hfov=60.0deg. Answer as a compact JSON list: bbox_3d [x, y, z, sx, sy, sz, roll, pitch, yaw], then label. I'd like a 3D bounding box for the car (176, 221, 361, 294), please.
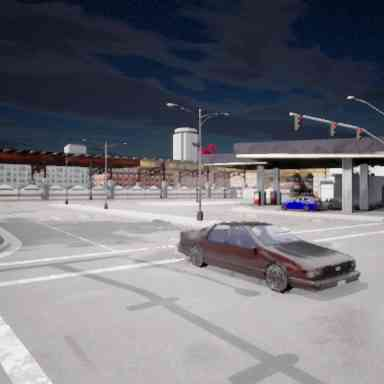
[{"bbox_3d":[1.632,1.544,9.208,2.033,1.411,5.357,0,0,-35],"label":"car"}]

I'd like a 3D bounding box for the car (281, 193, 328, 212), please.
[{"bbox_3d":[12.155,1.284,37.077,2.242,1.667,4.611,0,0,-35],"label":"car"}]

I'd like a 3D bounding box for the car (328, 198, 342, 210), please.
[{"bbox_3d":[16.399,1.442,41.024,1.970,1.475,3.806,0,0,-35],"label":"car"}]
